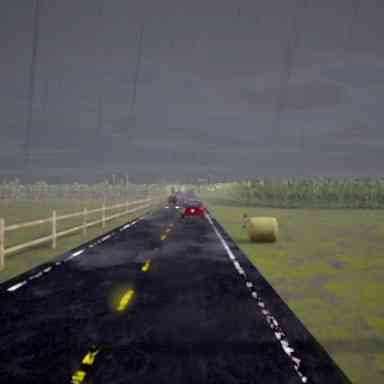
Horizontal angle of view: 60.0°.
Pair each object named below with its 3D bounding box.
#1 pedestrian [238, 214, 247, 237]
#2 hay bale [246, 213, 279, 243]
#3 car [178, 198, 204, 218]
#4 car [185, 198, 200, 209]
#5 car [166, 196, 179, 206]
[{"bbox_3d":[2.562,1.247,16.050,0.375,1.860,0.375,-1,1,-1],"label":"pedestrian"},{"bbox_3d":[3.134,1.607,14.941,1.220,1.180,1.240,1,1,0],"label":"hay bale"},{"bbox_3d":[0.057,1.464,29.004,1.994,1.385,4.181,0,0,0],"label":"car"},{"bbox_3d":[0.073,1.434,43.960,1.895,1.301,4.718,0,0,0],"label":"car"},{"bbox_3d":[-2.820,1.311,49.098,1.837,1.490,4.892,0,1,0],"label":"car"}]
